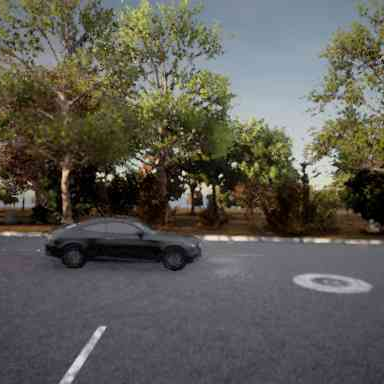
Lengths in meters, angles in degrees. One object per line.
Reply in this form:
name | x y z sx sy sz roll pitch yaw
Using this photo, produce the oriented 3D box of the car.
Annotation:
car | -2.036 1.487 10.227 4.674 1.442 1.812 1 0 0
